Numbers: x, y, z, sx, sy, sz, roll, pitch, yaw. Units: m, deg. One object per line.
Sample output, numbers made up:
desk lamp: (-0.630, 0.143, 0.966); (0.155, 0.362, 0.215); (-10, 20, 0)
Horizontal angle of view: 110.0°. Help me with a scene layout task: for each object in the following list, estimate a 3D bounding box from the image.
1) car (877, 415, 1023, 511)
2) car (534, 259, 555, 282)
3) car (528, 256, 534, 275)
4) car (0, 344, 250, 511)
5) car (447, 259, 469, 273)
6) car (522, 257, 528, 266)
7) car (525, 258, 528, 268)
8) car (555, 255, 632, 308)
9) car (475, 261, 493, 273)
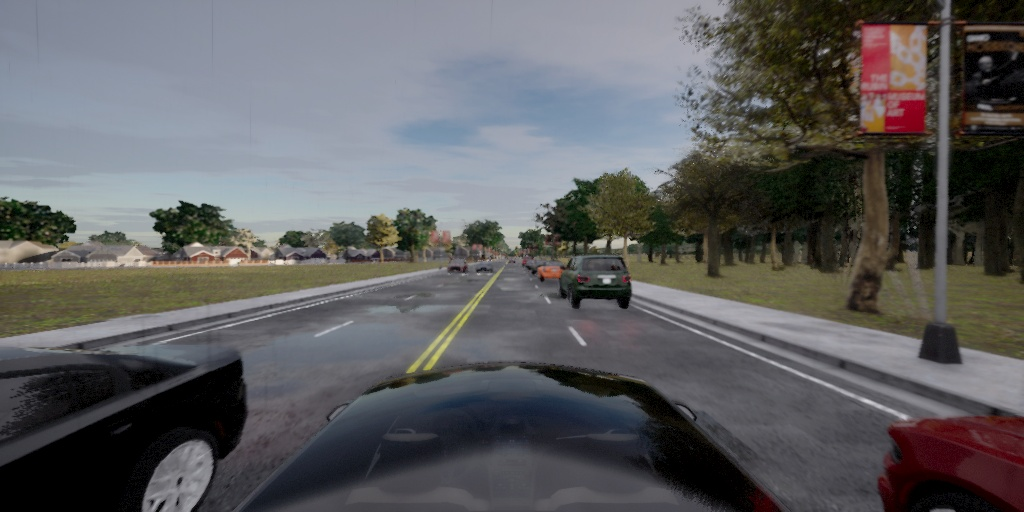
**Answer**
car: (3.350, 1.229, 0.260); (1.882, 1.535, 5.008); (0, -1, 0)
car: (3.248, 1.120, 29.628); (2.097, 1.767, 4.553); (0, 0, 0)
car: (3.247, 1.140, 40.629); (2.097, 1.767, 4.553); (0, 0, 0)
car: (-3.351, 1.228, 1.188); (1.882, 1.535, 5.008); (0, 0, 0)
car: (-6.584, 1.145, 43.890); (2.097, 1.767, 4.553); (0, 0, 0)
car: (3.245, 1.378, 62.663); (2.033, 1.411, 5.357); (0, 0, 0)
car: (3.246, 1.334, 51.661); (1.812, 1.442, 4.674); (0, 0, 0)
car: (3.348, 0.972, 15.304); (2.150, 2.045, 5.566); (0, 0, 0)
car: (-3.333, 1.359, 44.081); (1.994, 1.385, 4.181); (0, 0, 0)
